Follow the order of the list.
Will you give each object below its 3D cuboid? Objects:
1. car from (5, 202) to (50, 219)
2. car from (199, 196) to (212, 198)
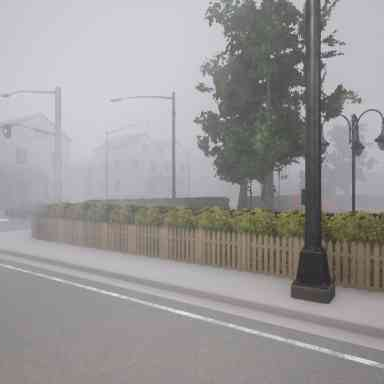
[{"bbox_3d":[-14.017,1.564,29.258,1.994,1.385,4.181,0,0,35],"label":"car"},{"bbox_3d":[1.890,1.352,52.023,2.097,1.767,4.553,0,0,35],"label":"car"}]
